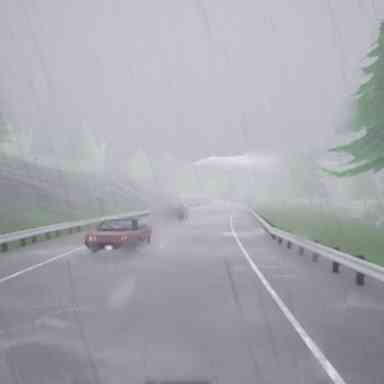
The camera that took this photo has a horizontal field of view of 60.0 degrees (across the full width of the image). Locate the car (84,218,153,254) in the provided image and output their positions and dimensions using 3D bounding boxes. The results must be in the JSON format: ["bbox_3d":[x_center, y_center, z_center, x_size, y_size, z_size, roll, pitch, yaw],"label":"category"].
[{"bbox_3d":[-2.940,1.791,14.501,1.895,1.301,4.718,0,-1,3],"label":"car"}]

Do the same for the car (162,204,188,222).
[{"bbox_3d":[-1.514,1.905,31.161,2.128,1.511,4.902,0,-1,7],"label":"car"}]
